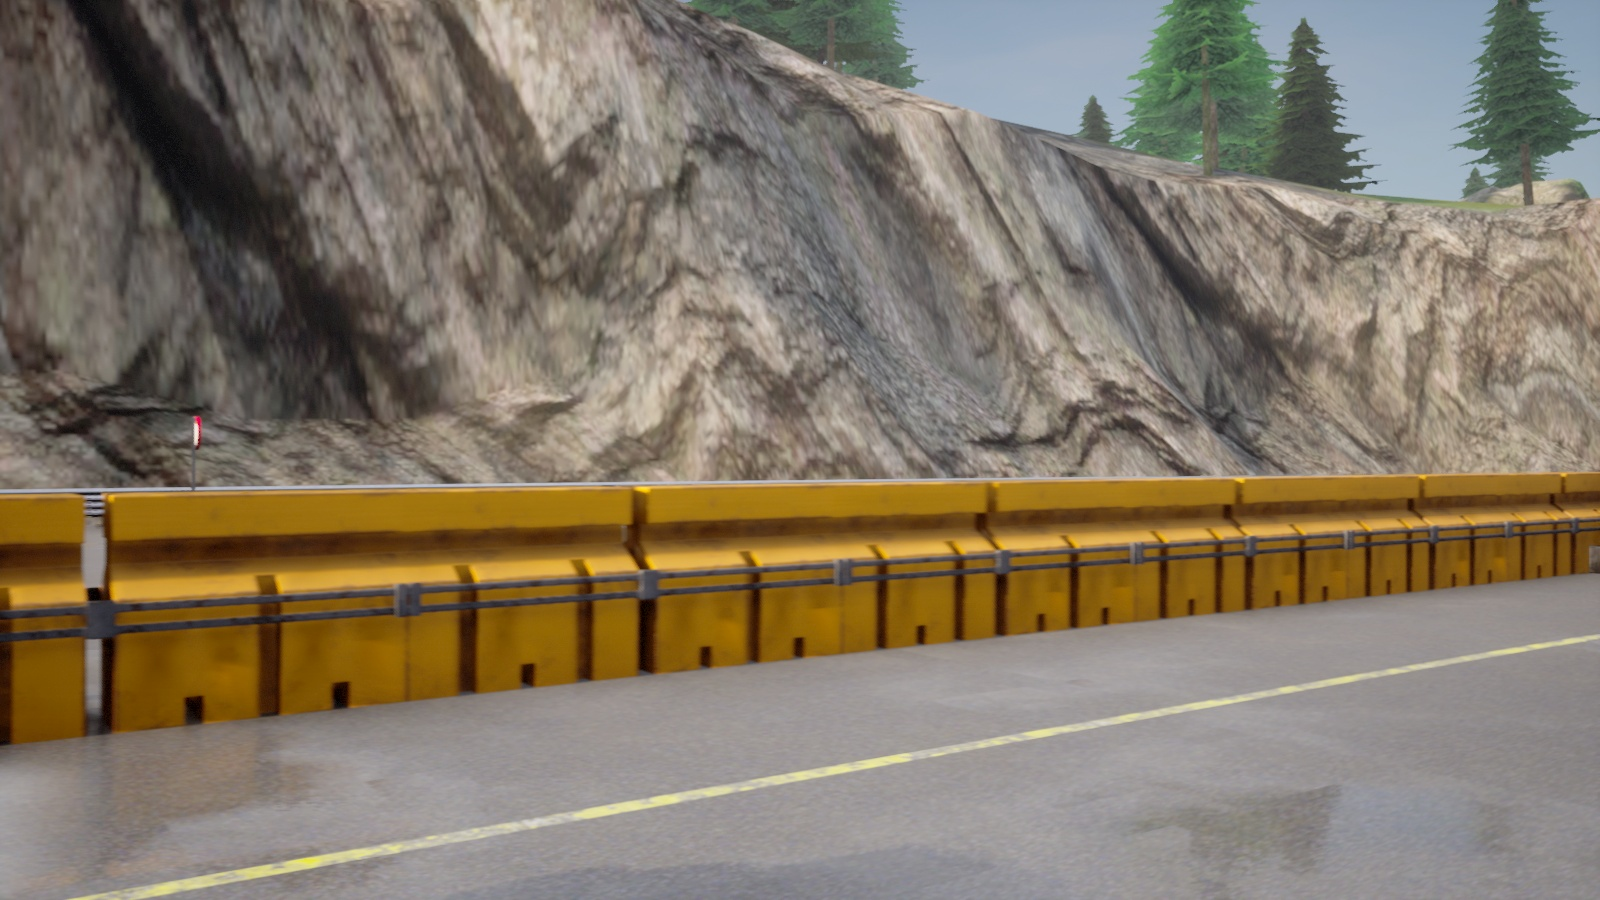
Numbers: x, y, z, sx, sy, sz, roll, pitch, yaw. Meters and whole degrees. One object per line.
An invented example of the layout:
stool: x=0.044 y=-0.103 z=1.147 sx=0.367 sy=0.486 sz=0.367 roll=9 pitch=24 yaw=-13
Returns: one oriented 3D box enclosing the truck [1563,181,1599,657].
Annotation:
truck: x=9.793 y=-0.232 z=10.293 sx=7.936 sy=3.462 sz=2.891 roll=0 pitch=0 yaw=-33
